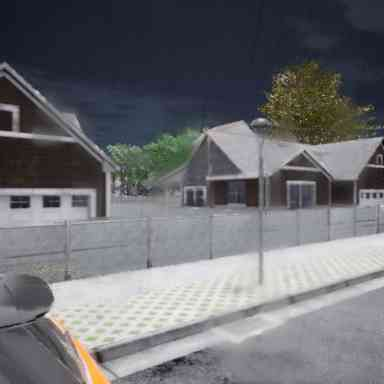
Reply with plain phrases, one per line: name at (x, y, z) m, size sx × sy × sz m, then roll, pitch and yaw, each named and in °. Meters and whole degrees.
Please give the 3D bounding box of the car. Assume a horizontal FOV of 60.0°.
car at (-2.507, 1.355, 1.248) m, size 4.553 × 1.767 × 2.097 m, roll 0°, pitch 0°, yaw -35°
